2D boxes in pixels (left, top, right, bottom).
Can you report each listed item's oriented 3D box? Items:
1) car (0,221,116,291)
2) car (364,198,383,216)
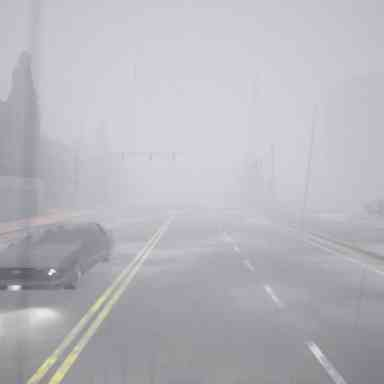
[{"bbox_3d":[-3.534,1.538,9.335,2.033,1.411,5.357,0,0,1],"label":"car"},{"bbox_3d":[17.767,1.120,29.301,4.605,1.855,1.932,0,0,-2],"label":"car"}]
